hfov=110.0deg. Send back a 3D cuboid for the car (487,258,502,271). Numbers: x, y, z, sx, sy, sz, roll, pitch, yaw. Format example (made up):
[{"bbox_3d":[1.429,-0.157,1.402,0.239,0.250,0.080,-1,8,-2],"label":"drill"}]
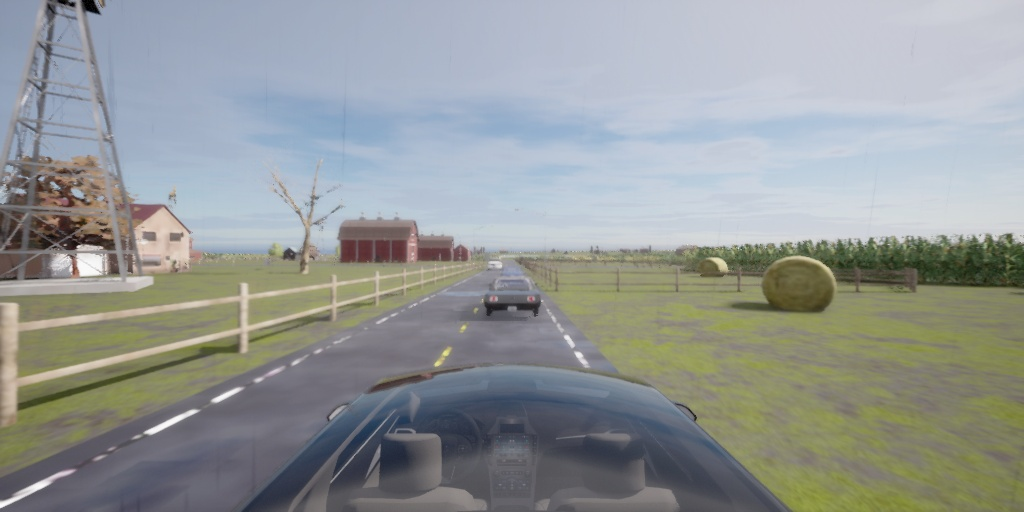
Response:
[{"bbox_3d":[-2.802,1.322,59.019,2.150,2.045,5.566,0,0,1],"label":"car"}]

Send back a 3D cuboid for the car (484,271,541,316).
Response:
[{"bbox_3d":[0.036,1.420,13.733,1.895,1.301,4.718,0,0,1],"label":"car"}]

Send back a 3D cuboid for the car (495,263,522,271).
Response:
[{"bbox_3d":[0.018,1.445,27.176,2.033,1.411,5.357,0,0,0],"label":"car"}]
